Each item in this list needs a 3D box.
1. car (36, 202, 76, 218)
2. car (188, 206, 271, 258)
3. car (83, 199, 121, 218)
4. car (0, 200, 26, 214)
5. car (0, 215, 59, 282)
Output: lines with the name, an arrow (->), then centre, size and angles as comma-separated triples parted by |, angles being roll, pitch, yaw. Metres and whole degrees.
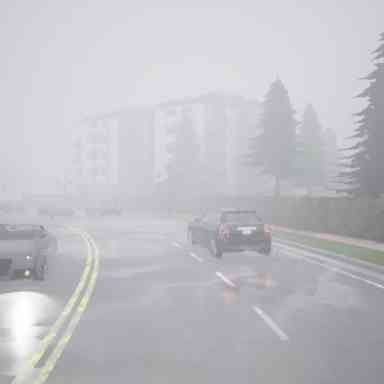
car -> -12.870, 1.669, 31.252 | 2.033, 1.411, 5.357 | 0, 0, -44
car -> 1.300, 1.402, 13.365 | 2.097, 1.767, 4.553 | 0, 0, -15
car -> -8.554, 1.474, 31.456 | 2.097, 1.767, 4.553 | 0, 0, -39
car -> -21.054, 1.642, 38.134 | 4.902, 1.511, 2.128 | 0, 0, 32
car -> -5.080, 1.602, 9.537 | 1.994, 1.385, 4.181 | 0, 0, -15
